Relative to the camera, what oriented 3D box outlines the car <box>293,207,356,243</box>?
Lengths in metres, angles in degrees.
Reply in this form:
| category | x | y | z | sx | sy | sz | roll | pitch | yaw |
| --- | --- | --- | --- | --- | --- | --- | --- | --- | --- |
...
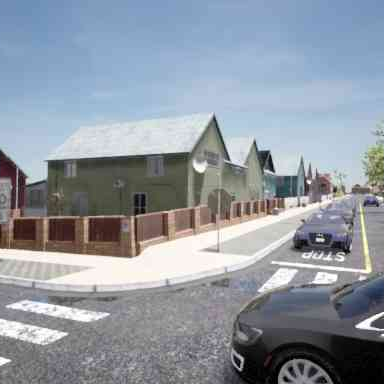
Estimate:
| category | x | y | z | sx | sy | sz | roll | pitch | yaw |
| --- | --- | --- | --- | --- | --- | --- | --- | --- | --- |
| car | 5.579 | 1.567 | 13.881 | 1.994 | 1.385 | 4.181 | 0 | 0 | 27 |

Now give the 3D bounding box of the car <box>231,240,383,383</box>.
| category | x | y | z | sx | sy | sz | roll | pitch | yaw |
| --- | --- | --- | --- | --- | --- | --- | --- | --- | --- |
| car | 2.819 | 1.504 | 3.377 | 4.892 | 1.490 | 1.837 | -1 | 0 | 26 |

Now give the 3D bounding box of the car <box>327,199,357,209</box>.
| category | x | y | z | sx | sy | sz | roll | pitch | yaw |
| --- | --- | --- | --- | --- | --- | --- | --- | --- | --- |
| car | 9.711 | 1.497 | 22.079 | 2.128 | 1.511 | 4.902 | 0 | 0 | 27 |

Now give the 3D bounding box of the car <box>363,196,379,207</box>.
| category | x | y | z | sx | sy | sz | roll | pitch | yaw |
| --- | --- | --- | --- | --- | --- | --- | --- | --- | --- |
| car | 28.094 | 1.359 | 52.206 | 2.097 | 1.767 | 4.553 | 0 | 0 | 27 |
